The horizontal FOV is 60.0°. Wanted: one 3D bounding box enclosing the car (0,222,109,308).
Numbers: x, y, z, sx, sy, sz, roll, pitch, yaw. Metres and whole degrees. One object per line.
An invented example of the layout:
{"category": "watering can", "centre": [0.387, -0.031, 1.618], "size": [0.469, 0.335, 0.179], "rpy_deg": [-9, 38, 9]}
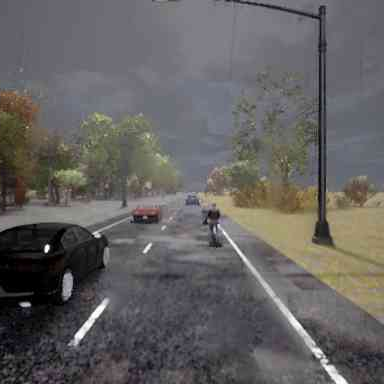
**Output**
{"category": "car", "centre": [-3.400, 1.459, 8.001], "size": [1.882, 1.535, 5.008], "rpy_deg": [0, 0, 0]}

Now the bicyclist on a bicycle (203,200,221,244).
{"category": "bicyclist on a bicycle", "centre": [0.969, 1.336, 14.605], "size": [0.659, 1.776, 1.843], "rpy_deg": [0, 0, 0]}

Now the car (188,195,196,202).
{"category": "car", "centre": [0.013, 1.334, 73.776], "size": [1.837, 1.490, 4.892], "rpy_deg": [0, 0, 0]}

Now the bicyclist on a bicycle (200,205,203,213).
{"category": "bicyclist on a bicycle", "centre": [0.988, 1.381, 23.738], "size": [0.866, 1.612, 1.509], "rpy_deg": [0, 0, 0]}

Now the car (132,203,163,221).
{"category": "car", "centre": [-3.399, 1.540, 26.311], "size": [1.895, 1.301, 4.718], "rpy_deg": [0, 0, 0]}

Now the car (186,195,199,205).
{"category": "car", "centre": [0.110, 1.226, 55.570], "size": [2.097, 1.767, 4.553], "rpy_deg": [0, 0, 0]}
